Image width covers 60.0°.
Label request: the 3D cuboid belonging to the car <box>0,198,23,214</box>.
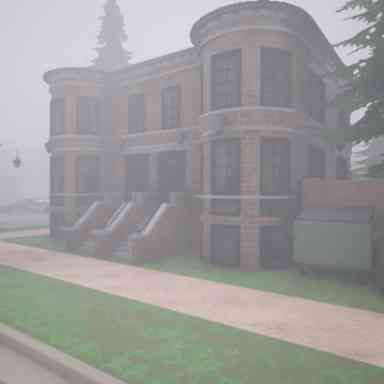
[{"bbox_3d":[-16.621,1.320,32.878,1.837,1.490,4.892,0,0,34],"label":"car"}]

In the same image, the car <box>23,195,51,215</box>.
[{"bbox_3d":[-12.825,1.057,32.180,2.150,2.045,5.566,0,0,34],"label":"car"}]
